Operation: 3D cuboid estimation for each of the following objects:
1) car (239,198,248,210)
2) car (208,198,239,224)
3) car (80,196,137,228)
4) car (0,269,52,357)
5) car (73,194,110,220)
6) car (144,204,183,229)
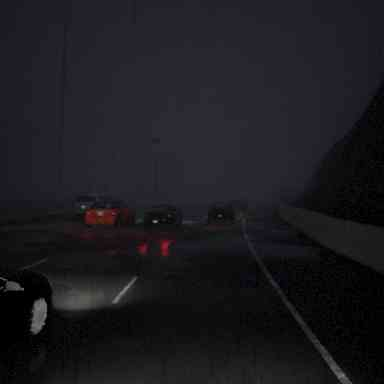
[{"bbox_3d":[5.990,1.475,42.027,2.128,1.511,4.902,0,0,15],"label":"car"},{"bbox_3d":[2.317,1.466,25.167,1.882,1.535,5.008,0,0,9],"label":"car"},{"bbox_3d":[-5.225,1.330,22.050,2.097,1.767,4.553,0,0,8],"label":"car"},{"bbox_3d":[-3.258,1.497,3.576,1.837,1.490,4.892,0,0,2],"label":"car"},{"bbox_3d":[-7.862,1.192,28.123,2.150,2.045,5.566,0,0,10],"label":"car"},{"bbox_3d":[-1.803,1.510,21.422,1.812,1.442,4.674,0,0,8],"label":"car"}]
